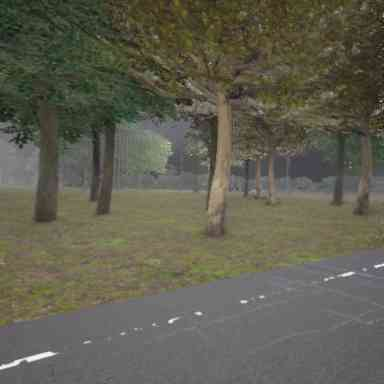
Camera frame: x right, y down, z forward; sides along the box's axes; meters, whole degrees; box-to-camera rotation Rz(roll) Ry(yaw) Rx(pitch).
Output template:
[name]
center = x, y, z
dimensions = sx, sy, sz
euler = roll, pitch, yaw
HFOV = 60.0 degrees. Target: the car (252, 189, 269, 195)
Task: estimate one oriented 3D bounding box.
[car]
center = 15.697, -0.104, 76.178
dimensions = 1.812, 1.442, 4.674
euler = 1, 1, -32
